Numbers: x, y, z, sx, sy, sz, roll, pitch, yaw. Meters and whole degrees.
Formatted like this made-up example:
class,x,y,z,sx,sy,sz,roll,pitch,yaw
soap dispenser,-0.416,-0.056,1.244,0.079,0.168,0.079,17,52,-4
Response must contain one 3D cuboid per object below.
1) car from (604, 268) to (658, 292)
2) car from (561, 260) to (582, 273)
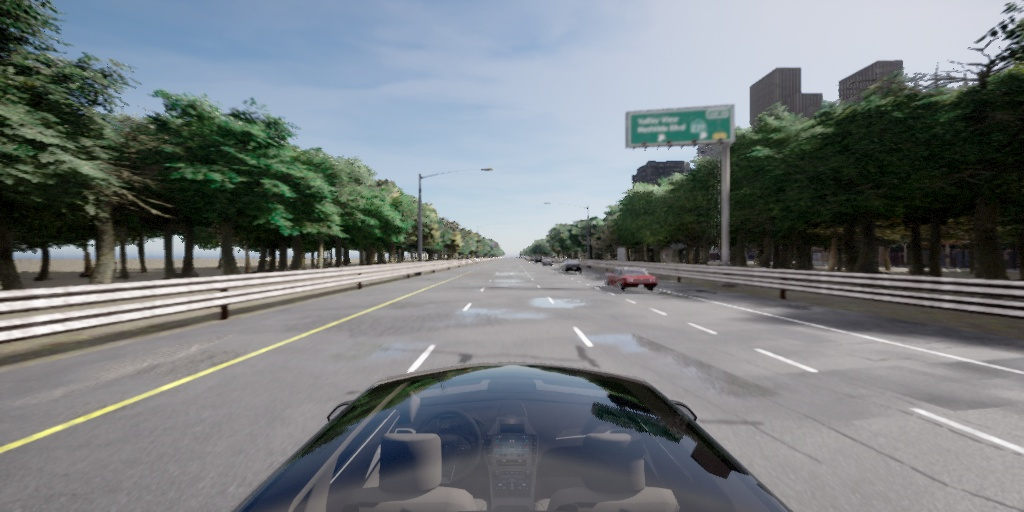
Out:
class,x,y,z,sx,sy,sz,roll,pitch,yaw
car,7.002,1.356,21.682,1.895,1.301,4.718,0,0,0
car,7.007,1.238,42.621,1.882,1.535,5.008,0,0,0
